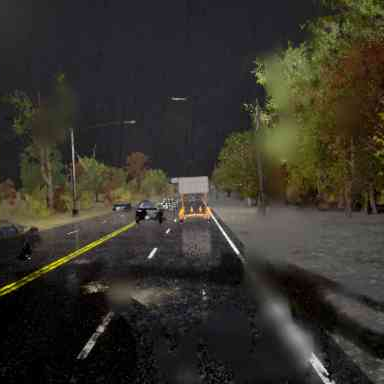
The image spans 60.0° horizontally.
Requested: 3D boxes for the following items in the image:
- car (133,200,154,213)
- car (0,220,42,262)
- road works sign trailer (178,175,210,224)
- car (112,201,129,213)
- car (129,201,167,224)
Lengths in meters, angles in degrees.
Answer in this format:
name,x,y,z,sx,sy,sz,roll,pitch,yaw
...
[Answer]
name,x,y,z,sx,sy,sz,roll,pitch,yaw
car,-6.178,1.851,42.949,1.812,1.442,4.674,-3,0,1
car,-6.472,1.564,9.926,2.033,1.411,5.357,0,0,1
road works sign trailer,0.164,0.528,25.880,2.380,3.560,2.880,-3,0,1
car,-9.397,1.959,44.814,2.128,1.511,4.902,-3,0,1
car,-2.926,1.483,24.439,2.128,1.511,4.902,0,0,1
